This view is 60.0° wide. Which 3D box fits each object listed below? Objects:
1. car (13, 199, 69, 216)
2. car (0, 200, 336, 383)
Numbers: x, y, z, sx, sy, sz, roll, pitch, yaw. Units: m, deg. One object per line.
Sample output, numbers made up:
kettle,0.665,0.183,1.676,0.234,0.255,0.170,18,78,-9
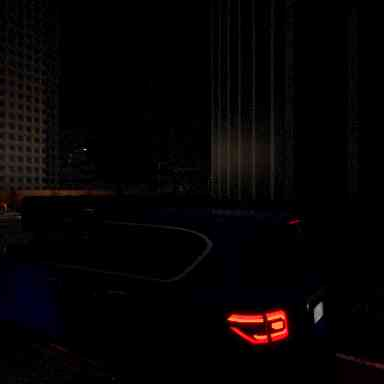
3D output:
car,-15.443,1.533,34.374,1.882,1.535,5.008,0,0,35
car,-0.992,1.221,4.694,5.566,2.045,2.150,0,0,35
